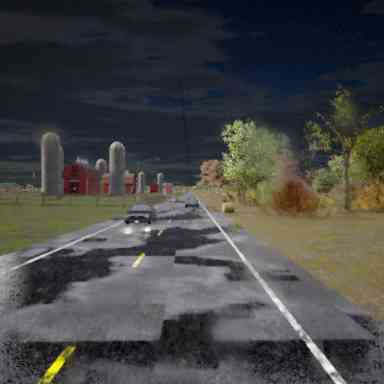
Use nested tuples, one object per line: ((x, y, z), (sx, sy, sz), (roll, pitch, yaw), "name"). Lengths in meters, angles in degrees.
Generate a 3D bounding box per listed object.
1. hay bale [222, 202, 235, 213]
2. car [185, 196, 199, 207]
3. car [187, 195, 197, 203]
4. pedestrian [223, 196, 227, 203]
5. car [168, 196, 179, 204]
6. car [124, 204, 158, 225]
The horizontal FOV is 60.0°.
((4.000, 1.670, 36.521), (1.220, 1.180, 1.240), (1, 1, 0), "hay bale")
((0.019, 1.585, 50.031), (1.994, 1.385, 4.181), (0, 0, 1), "car")
((-0.012, 1.484, 68.303), (2.128, 1.511, 4.902), (0, 0, 0), "car")
((3.694, 1.317, 37.639), (0.375, 1.860, 0.375), (-1, 1, -2), "pedestrian")
((-3.528, 1.529, 65.059), (2.128, 1.511, 4.902), (0, 0, 0), "car")
((-3.603, 1.557, 24.311), (2.033, 1.411, 5.357), (0, 0, 0), "car")
